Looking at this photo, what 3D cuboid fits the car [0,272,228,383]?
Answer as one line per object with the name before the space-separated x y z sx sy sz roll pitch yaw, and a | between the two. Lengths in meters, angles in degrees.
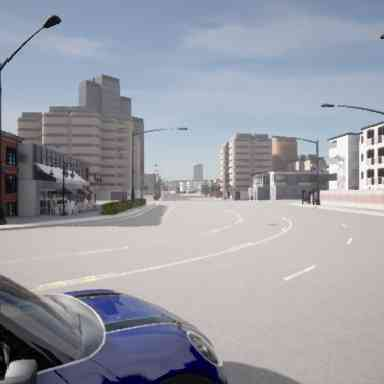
car | -1.876 1.347 2.403 4.553 1.767 2.097 0 0 -36
